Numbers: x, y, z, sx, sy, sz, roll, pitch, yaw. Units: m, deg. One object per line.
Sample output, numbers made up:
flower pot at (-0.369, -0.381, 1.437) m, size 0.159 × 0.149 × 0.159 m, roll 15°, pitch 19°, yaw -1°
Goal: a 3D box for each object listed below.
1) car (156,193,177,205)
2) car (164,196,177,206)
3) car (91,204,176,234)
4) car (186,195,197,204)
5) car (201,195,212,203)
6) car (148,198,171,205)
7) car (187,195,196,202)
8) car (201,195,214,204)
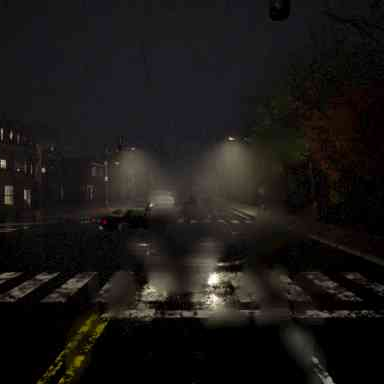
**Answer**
car at (-3.431, 1.207, 43.151) m, size 2.150 × 2.045 × 5.566 m, roll 0°, pitch 0°, yaw 0°
car at (-3.448, 1.485, 53.619) m, size 1.837 × 1.490 × 4.892 m, roll 0°, pitch 0°, yaw 0°
car at (-3.190, 1.596, 19.094) m, size 4.718 × 1.301 × 1.895 m, roll 0°, pitch 0°, yaw -41°
car at (-0.040, 1.524, 61.704) m, size 2.033 × 1.411 × 5.357 m, roll 0°, pitch 0°, yaw 0°
car at (3.082, 1.494, 73.250) m, size 2.128 × 1.511 × 4.902 m, roll 0°, pitch 0°, yaw 0°
car at (-3.414, 1.554, 32.750) m, size 1.994 × 1.385 × 4.181 m, roll 0°, pitch 0°, yaw 0°
car at (-0.168, 1.470, 73.297) m, size 1.837 × 1.490 × 4.892 m, roll 0°, pitch 0°, yaw 0°
car at (3.208, 1.577, 63.245) m, size 1.895 × 1.301 × 4.718 m, roll 0°, pitch 0°, yaw 0°
